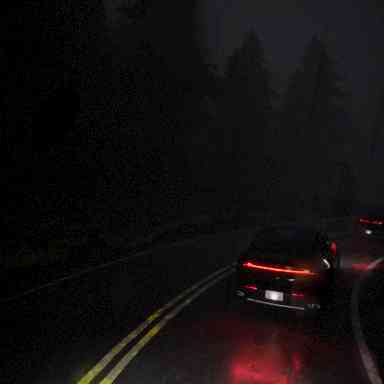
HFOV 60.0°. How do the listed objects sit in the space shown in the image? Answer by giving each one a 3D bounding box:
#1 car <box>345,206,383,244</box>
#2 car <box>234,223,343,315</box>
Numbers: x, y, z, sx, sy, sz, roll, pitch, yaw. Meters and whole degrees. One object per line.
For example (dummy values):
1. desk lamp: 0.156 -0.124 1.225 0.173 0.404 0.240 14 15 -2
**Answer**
1. car: 9.477 1.407 15.341 4.892 1.490 1.837 -1 5 -33
2. car: 2.426 1.502 7.848 1.837 1.490 4.892 2 1 25
